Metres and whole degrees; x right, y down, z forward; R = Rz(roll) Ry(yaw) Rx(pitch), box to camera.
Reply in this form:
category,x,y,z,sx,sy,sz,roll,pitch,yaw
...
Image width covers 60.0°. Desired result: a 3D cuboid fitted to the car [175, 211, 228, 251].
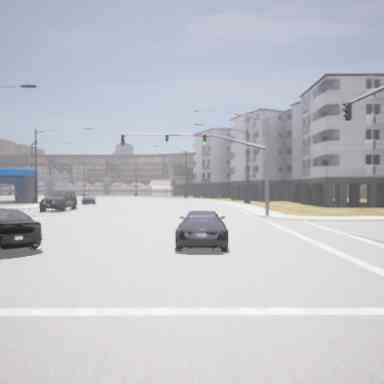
category,x,y,z,sx,sy,sz,roll,pitch,yaw
car,0.421,1.451,13.583,1.994,1.385,4.181,0,1,3

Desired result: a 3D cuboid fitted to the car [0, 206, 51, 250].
category,x,y,z,sx,sy,sz,roll,pitch,yaw
car,-7.545,1.375,12.835,5.008,1.535,1.882,0,0,44

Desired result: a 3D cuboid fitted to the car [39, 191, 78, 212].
category,x,y,z,sx,sy,sz,roll,pitch,yaw
car,-13.448,0.903,33.871,2.150,2.045,5.566,0,1,0

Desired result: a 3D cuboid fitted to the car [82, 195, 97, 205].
category,x,y,z,sx,sy,sz,roll,pitch,yaw
car,-14.632,1.121,47.481,1.895,1.301,4.718,0,1,-14
